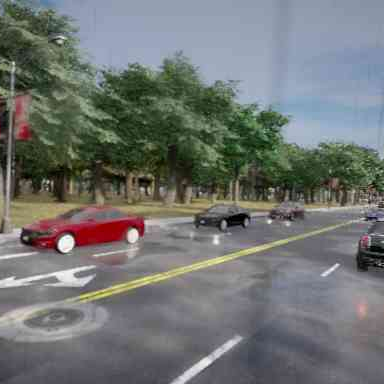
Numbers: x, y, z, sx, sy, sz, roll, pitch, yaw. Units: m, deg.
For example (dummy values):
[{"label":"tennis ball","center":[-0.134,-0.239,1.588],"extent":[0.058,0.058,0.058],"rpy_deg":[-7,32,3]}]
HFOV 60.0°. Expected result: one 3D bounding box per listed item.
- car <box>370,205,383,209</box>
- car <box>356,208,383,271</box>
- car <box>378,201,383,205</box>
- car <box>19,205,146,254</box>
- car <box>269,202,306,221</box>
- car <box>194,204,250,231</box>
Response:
[{"label":"car","center":[19.000,2.313,34.102],"extent":[2.033,1.411,5.357],"rpy_deg":[2,0,35]},{"label":"car","center":[6.991,1.632,11.127],"extent":[2.097,1.767,4.553],"rpy_deg":[2,0,35]},{"label":"car","center":[26.102,2.275,44.330],"extent":[2.150,2.045,5.566],"rpy_deg":[3,-1,35]},{"label":"car","center":[-3.944,1.290,12.803],"extent":[1.882,1.535,5.008],"rpy_deg":[2,0,35]},{"label":"car","center":[9.054,1.697,31.346],"extent":[2.097,1.767,4.553],"rpy_deg":[2,0,38]},{"label":"car","center":[2.046,1.533,21.401],"extent":[1.882,1.535,5.008],"rpy_deg":[2,0,35]}]
